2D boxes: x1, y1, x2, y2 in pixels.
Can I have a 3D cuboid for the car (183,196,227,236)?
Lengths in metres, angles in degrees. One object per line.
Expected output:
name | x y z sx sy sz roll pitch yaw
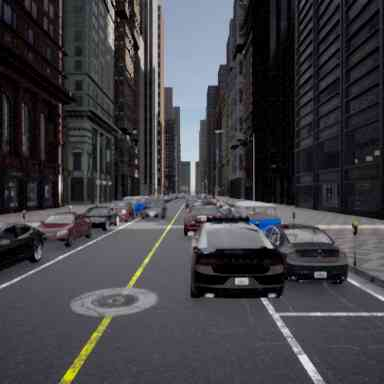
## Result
car | 0.700 1.348 18.541 2.097 1.767 4.553 -1 0 2

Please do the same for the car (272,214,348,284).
car | 2.773 1.551 9.348 2.008 1.369 4.403 0 0 0

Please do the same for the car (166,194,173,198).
car | -5.676 1.602 71.344 1.887 1.381 4.507 0 0 0

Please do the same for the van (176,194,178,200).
van | -5.649 1.436 93.891 1.690 1.788 3.998 0 0 0

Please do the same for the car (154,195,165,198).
car | -5.704 1.342 48.797 2.192 1.841 5.009 0 0 0

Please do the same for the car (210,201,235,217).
car | 2.801 1.563 31.893 2.008 1.369 4.403 0 0 0

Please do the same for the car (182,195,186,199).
car | 0.072 1.516 45.971 2.128 1.511 4.902 0 0 0

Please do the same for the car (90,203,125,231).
car | -5.738 1.571 20.615 1.947 1.339 4.313 0 0 0

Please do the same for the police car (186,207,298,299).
police car | 0.911 1.426 8.646 1.930 1.638 5.238 0 0 0

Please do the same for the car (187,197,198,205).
car | 0.074 1.641 59.665 1.895 1.301 4.718 0 0 0

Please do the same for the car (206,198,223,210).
car | 2.815 1.567 43.165 1.887 1.381 4.507 0 0 0

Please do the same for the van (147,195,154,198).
van | -5.718 1.358 37.525 1.690 1.788 3.998 0 0 0

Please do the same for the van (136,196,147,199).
van | -5.725 1.353 31.888 1.690 1.788 3.998 0 0 0

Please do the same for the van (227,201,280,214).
van | 2.780 1.343 14.984 1.690 1.788 3.998 0 0 0

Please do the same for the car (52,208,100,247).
car | -5.745 1.584 14.979 1.802 1.307 4.206 0 0 0

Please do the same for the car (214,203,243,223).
car | 2.794 1.590 26.257 1.802 1.307 4.206 0 0 0

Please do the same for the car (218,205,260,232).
car | 2.787 1.556 20.621 2.008 1.369 4.403 0 0 0

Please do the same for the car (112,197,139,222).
car | -5.731 1.448 26.252 1.967 1.590 4.097 0 0 0

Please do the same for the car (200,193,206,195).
car | 2.828 1.349 54.438 2.192 1.841 5.009 0 0 0

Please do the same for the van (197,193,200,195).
van | 2.862 1.417 82.619 1.690 1.788 3.998 0 0 0

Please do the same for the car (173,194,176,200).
car | -5.662 1.641 82.617 1.947 1.339 4.313 0 0 0

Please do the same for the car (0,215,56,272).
car | -5.752 1.567 9.341 1.947 1.339 4.313 0 0 0

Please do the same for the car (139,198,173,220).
car | -3.065 1.500 27.906 2.128 1.511 4.902 0 0 0
